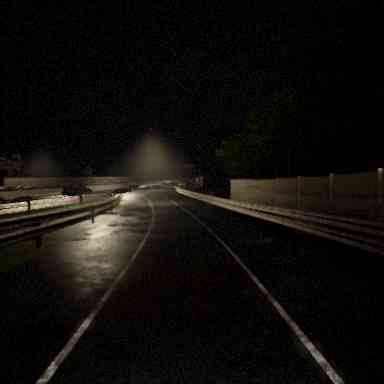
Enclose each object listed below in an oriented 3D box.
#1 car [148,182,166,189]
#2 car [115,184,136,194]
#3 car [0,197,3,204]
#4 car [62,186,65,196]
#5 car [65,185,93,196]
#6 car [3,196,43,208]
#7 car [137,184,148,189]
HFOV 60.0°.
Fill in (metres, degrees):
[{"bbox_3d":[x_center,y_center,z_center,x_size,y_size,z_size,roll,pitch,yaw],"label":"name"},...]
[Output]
[{"bbox_3d":[-9.759,-1.563,93.682,2.128,1.511,4.902,0,3,12],"label":"car"},{"bbox_3d":[-14.592,-0.346,71.196,2.033,1.411,5.357,0,3,12],"label":"car"},{"bbox_3d":[-24.927,1.065,39.758,2.150,2.045,5.566,0,3,12],"label":"car"},{"bbox_3d":[-23.106,-0.287,64.890,2.150,2.045,5.566,0,3,12],"label":"car"},{"bbox_3d":[-20.313,-0.112,61.227,2.150,2.045,5.566,0,3,12],"label":"car"},{"bbox_3d":[-20.887,1.232,41.917,1.812,1.442,4.674,0,3,12],"label":"car"},{"bbox_3d":[-13.177,-1.512,94.436,1.895,1.301,4.718,0,3,12],"label":"car"}]
